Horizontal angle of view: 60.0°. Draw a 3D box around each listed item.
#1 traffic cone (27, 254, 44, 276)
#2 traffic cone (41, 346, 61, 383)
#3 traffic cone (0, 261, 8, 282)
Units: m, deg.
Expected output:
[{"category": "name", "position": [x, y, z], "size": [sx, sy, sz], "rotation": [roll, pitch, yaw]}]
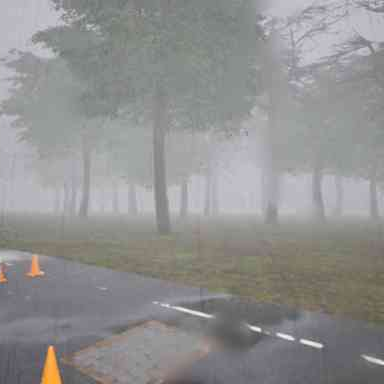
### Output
[{"category": "traffic cone", "position": [-4.565, 2.097, 9.688], "size": [0.340, 0.580, 0.340], "rotation": [0, -1, 37]}, {"category": "traffic cone", "position": [-1.567, 2.012, 3.688], "size": [0.340, 0.580, 0.340], "rotation": [0, -1, 37]}, {"category": "traffic cone", "position": [-5.165, 2.078, 8.889], "size": [0.340, 0.580, 0.340], "rotation": [0, -1, 37]}]
